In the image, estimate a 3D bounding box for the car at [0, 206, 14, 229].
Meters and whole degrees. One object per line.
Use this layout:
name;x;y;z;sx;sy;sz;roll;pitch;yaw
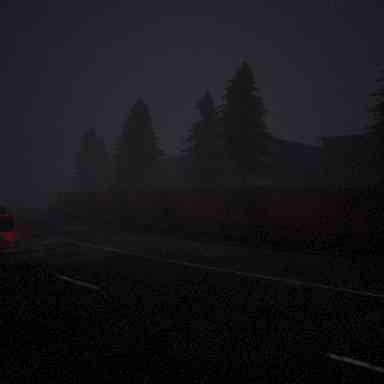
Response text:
car;-13.237;1.657;22.065;2.128;1.511;4.902;0;0;-39
